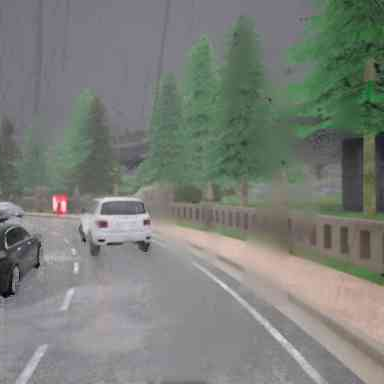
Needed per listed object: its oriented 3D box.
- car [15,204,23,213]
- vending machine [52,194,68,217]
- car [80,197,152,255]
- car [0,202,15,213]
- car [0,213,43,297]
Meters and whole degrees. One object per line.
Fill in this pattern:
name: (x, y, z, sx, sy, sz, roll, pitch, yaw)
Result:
car: (-16.795, 1.636, 29.501, 4.674, 1.442, 1.812, 0, 0, 34)
vending machine: (-12.522, 1.265, 31.619, 0.880, 2.100, 1.100, 0, 0, 36)
car: (-3.291, 1.232, 13.768, 2.150, 2.045, 5.566, 0, 0, -23)
car: (-15.289, 1.652, 24.292, 5.357, 1.411, 2.033, 0, 0, 40)
car: (-5.091, 1.540, 8.410, 1.837, 1.490, 4.892, 0, 0, -15)
